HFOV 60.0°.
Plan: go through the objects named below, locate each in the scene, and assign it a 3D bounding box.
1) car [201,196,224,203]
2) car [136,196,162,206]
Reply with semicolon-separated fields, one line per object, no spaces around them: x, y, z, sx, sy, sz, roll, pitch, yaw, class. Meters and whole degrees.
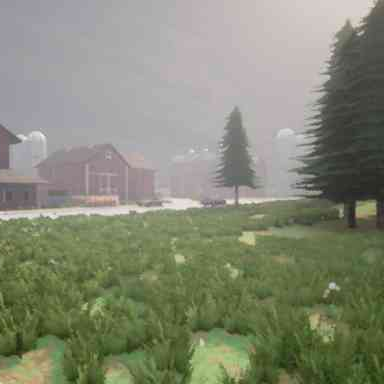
3.286;1.375;49.040;2.128;1.511;4.902;0;0;36;car
-5.972;1.344;47.300;1.816;1.474;4.193;7;4;33;car
